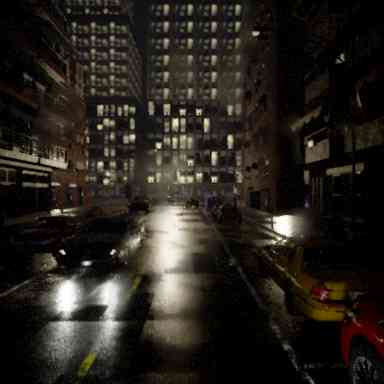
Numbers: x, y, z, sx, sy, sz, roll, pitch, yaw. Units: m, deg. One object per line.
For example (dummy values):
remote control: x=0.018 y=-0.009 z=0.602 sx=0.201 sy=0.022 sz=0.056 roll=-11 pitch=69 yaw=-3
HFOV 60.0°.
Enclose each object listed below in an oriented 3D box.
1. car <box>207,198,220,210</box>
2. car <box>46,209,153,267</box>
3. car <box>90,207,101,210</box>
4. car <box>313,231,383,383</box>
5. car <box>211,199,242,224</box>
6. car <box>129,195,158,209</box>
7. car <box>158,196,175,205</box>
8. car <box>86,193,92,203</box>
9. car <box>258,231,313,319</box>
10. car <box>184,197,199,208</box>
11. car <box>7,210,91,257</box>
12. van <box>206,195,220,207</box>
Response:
car: x=2.579 y=1.507 z=29.842 sx=1.752 sy=1.417 sz=4.829 roll=0 pitch=0 yaw=0
car: x=-2.824 y=1.539 z=11.597 sx=2.033 sy=1.411 sz=5.357 roll=0 pitch=0 yaw=0
car: x=-5.305 y=1.513 z=18.224 sx=1.752 sy=1.417 sz=4.829 roll=0 pitch=0 yaw=0
car: x=2.571 y=1.313 z=1.470 sx=2.192 sy=1.841 sz=5.009 roll=0 pitch=0 yaw=0
car: x=2.577 y=1.509 z=24.201 sx=1.752 sy=1.417 sz=4.829 roll=0 pitch=0 yaw=0
car: x=-5.298 y=1.296 z=35.315 sx=2.192 sy=1.841 sz=5.009 roll=0 pitch=0 yaw=0
car: x=-5.113 y=1.418 z=56.372 sx=4.902 sy=1.511 sz=2.128 roll=1 pitch=0 yaw=29
car: x=-20.852 y=1.077 z=60.937 sx=5.009 sy=1.841 sz=2.192 roll=1 pitch=-1 yaw=0
car: x=2.572 y=1.519 z=7.280 sx=1.752 sy=1.417 sz=4.829 roll=0 pitch=0 yaw=0
car: x=-0.006 y=1.476 z=47.522 sx=1.837 sy=1.490 sz=4.892 roll=0 pitch=0 yaw=-4
car: x=-5.307 y=1.573 z=12.753 sx=1.802 sy=1.307 sz=4.206 roll=0 pitch=0 yaw=0
van: x=2.584 y=1.319 z=40.952 sx=1.690 sy=1.788 sz=3.998 roll=0 pitch=0 yaw=0
